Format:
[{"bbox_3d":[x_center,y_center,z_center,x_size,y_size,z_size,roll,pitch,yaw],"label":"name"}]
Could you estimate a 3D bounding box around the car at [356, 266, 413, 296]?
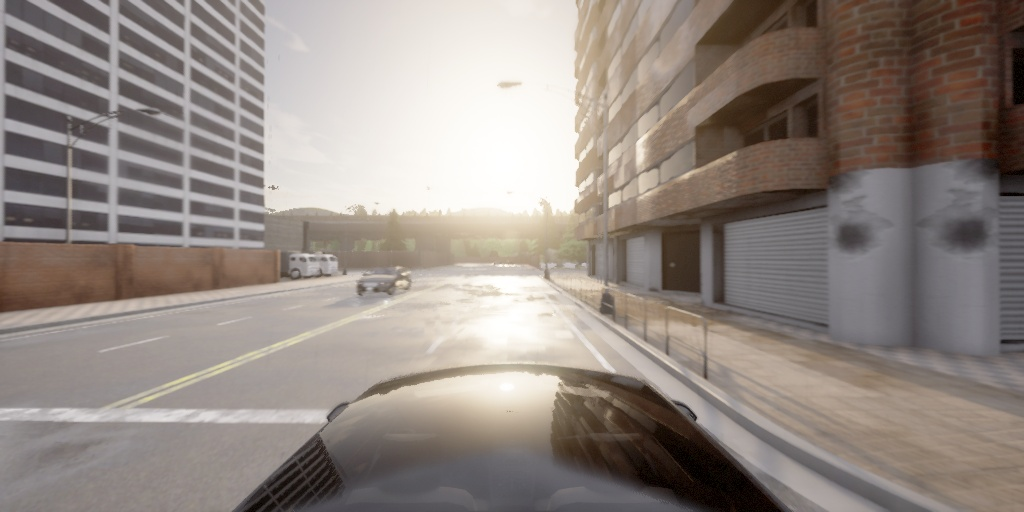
[{"bbox_3d":[-7.005,1.329,20.093,2.128,1.511,4.902,0,0,0],"label":"car"}]
